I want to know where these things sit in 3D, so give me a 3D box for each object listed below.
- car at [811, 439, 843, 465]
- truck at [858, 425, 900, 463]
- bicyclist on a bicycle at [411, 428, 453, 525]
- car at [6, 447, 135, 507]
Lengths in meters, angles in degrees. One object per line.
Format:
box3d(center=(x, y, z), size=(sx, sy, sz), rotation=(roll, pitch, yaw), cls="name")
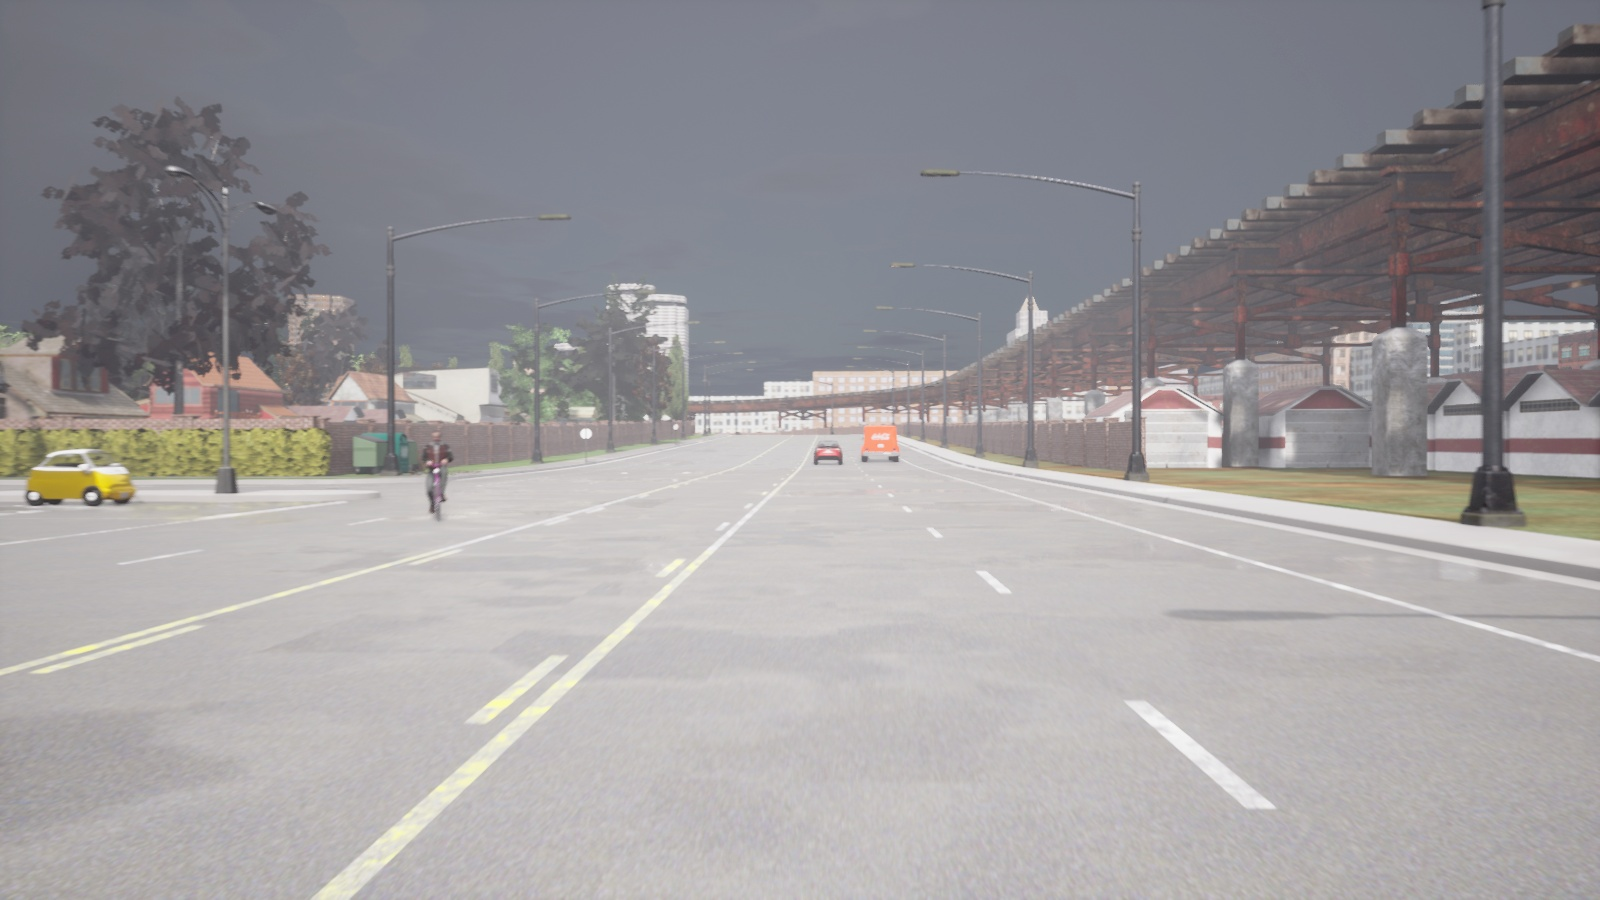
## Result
box3d(center=(1.718, 0.112, 80.160), size=(2.007, 1.525, 4.514), rotation=(0, 1, 1), cls="car")
box3d(center=(5.343, -0.444, 85.949), size=(2.627, 2.467, 5.204), rotation=(0, 1, 1), cls="truck")
box3d(center=(-7.044, 0.479, 24.092), size=(0.659, 1.776, 1.843), rotation=(-2, 0, -14), cls="bicyclist on a bicycle")
box3d(center=(-17.420, 0.627, 30.057), size=(2.207, 1.376, 1.481), rotation=(0, 0, 1), cls="car")
